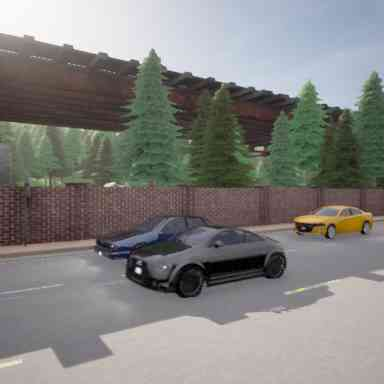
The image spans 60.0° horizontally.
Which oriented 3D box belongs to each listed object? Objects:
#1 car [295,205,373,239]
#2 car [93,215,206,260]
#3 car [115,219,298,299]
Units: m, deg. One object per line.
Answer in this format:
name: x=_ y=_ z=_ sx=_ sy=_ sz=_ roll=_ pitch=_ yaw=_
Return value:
car: x=7.442 y=1.477 z=17.403 sx=5.008 sy=1.535 sz=1.882 roll=0 pitch=0 yaw=-34
car: x=-0.682 y=1.547 z=11.942 sx=5.357 sy=1.411 sz=2.033 roll=0 pitch=0 yaw=-34
car: x=0.468 y=1.564 z=8.498 sx=4.181 sy=1.385 sz=1.994 roll=0 pitch=0 yaw=-34
